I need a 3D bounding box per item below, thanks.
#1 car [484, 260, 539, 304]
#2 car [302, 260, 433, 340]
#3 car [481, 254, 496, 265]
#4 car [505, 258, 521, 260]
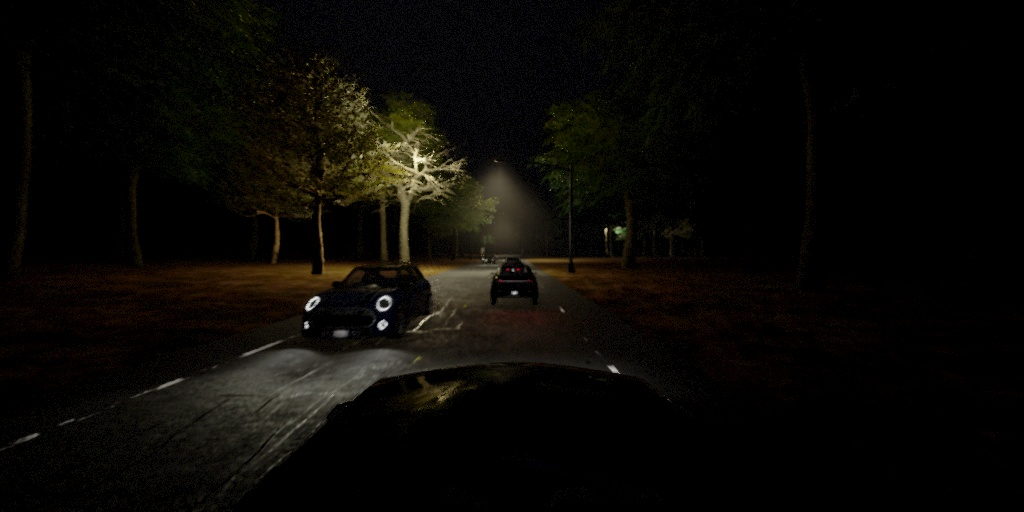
[{"bbox_3d":[0.089,1.093,15.330,2.128,1.511,4.902,0,1,0],"label":"car"},{"bbox_3d":[-3.603,1.022,9.778,2.097,1.767,4.553,0,1,0],"label":"car"},{"bbox_3d":[-3.591,0.417,56.041,2.097,1.767,4.553,0,1,0],"label":"car"},{"bbox_3d":[0.078,0.882,31.776,1.837,1.490,4.892,0,1,0],"label":"car"}]
